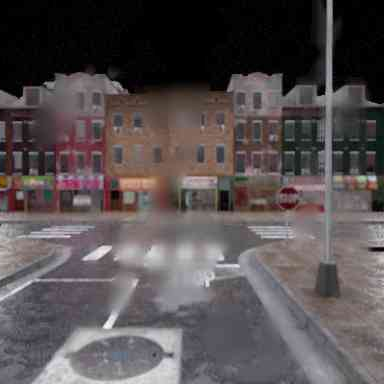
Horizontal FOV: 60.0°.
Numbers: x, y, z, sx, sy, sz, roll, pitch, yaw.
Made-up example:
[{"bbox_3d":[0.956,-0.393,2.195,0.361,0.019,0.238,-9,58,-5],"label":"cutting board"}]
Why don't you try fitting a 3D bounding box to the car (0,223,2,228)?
[{"bbox_3d":[-12.339,1.367,16.190,5.357,1.411,2.033,0,1,0],"label":"car"}]
